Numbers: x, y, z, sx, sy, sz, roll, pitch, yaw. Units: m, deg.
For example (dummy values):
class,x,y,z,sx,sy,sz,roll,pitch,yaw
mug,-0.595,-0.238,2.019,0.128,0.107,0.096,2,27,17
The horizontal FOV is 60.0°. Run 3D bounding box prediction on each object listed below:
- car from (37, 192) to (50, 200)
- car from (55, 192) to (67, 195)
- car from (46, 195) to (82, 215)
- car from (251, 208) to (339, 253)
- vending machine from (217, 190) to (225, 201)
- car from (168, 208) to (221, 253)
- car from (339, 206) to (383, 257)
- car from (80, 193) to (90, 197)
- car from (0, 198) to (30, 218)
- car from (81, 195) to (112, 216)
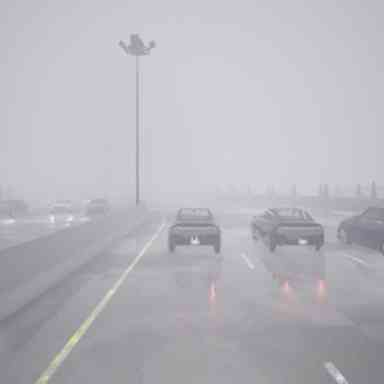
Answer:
class,x,y,z,sx,sy,sz,roll,pitch,yaw
car,-29.664,0.808,66.582,2.128,1.511,4.902,0,1,-34
car,-27.286,0.682,69.294,1.837,1.490,4.892,0,1,-34
car,-11.859,1.272,31.018,1.812,1.442,4.674,0,0,-9
car,3.584,1.383,13.203,2.128,1.511,4.902,0,0,0
vending machine,5.481,0.685,62.534,1.100,2.100,0.880,0,1,-23
car,0.084,1.383,13.190,2.128,1.511,4.902,0,0,0
car,7.089,1.254,11.919,2.097,1.767,4.553,0,0,0
car,-21.775,0.934,67.348,1.994,1.385,4.181,0,1,-31
car,-14.844,1.283,27.121,1.837,1.490,4.892,0,0,-7
car,-8.053,1.267,29.077,1.837,1.490,4.892,0,0,-8
